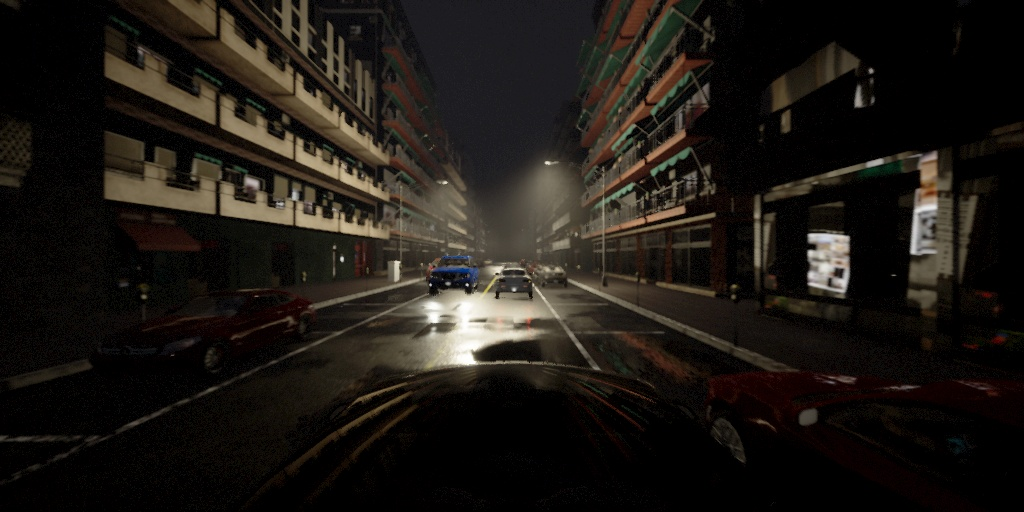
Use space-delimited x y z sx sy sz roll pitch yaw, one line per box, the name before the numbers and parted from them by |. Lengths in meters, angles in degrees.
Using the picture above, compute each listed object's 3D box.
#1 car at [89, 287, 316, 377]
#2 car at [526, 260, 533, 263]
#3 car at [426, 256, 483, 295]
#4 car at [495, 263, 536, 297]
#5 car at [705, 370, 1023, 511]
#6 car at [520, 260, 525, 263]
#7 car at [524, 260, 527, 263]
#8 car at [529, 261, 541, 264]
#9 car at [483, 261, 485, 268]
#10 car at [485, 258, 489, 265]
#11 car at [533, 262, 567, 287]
car | -5.691 1.338 7.338 1.802 1.307 4.207 0 0 0
car | 2.690 1.334 35.630 1.888 1.381 4.507 0 0 0
car | -3.099 0.995 20.154 2.150 2.045 5.566 0 0 0
car | 0.099 1.295 18.722 1.812 1.442 4.674 0 0 0
car | 2.690 1.295 1.655 1.888 1.381 4.507 0 0 0
car | 0.099 1.394 38.432 1.895 1.301 4.718 0 0 0
car | 2.690 1.238 41.290 1.967 1.591 4.097 0 0 0
car | 2.690 1.333 29.968 2.007 1.370 4.403 0 0 0
car | -5.691 1.137 52.634 2.192 1.841 5.009 0 0 0
car | -5.691 1.403 63.957 1.888 1.381 4.507 0 0 0
car | 2.690 1.327 24.305 2.007 1.370 4.403 0 0 0
